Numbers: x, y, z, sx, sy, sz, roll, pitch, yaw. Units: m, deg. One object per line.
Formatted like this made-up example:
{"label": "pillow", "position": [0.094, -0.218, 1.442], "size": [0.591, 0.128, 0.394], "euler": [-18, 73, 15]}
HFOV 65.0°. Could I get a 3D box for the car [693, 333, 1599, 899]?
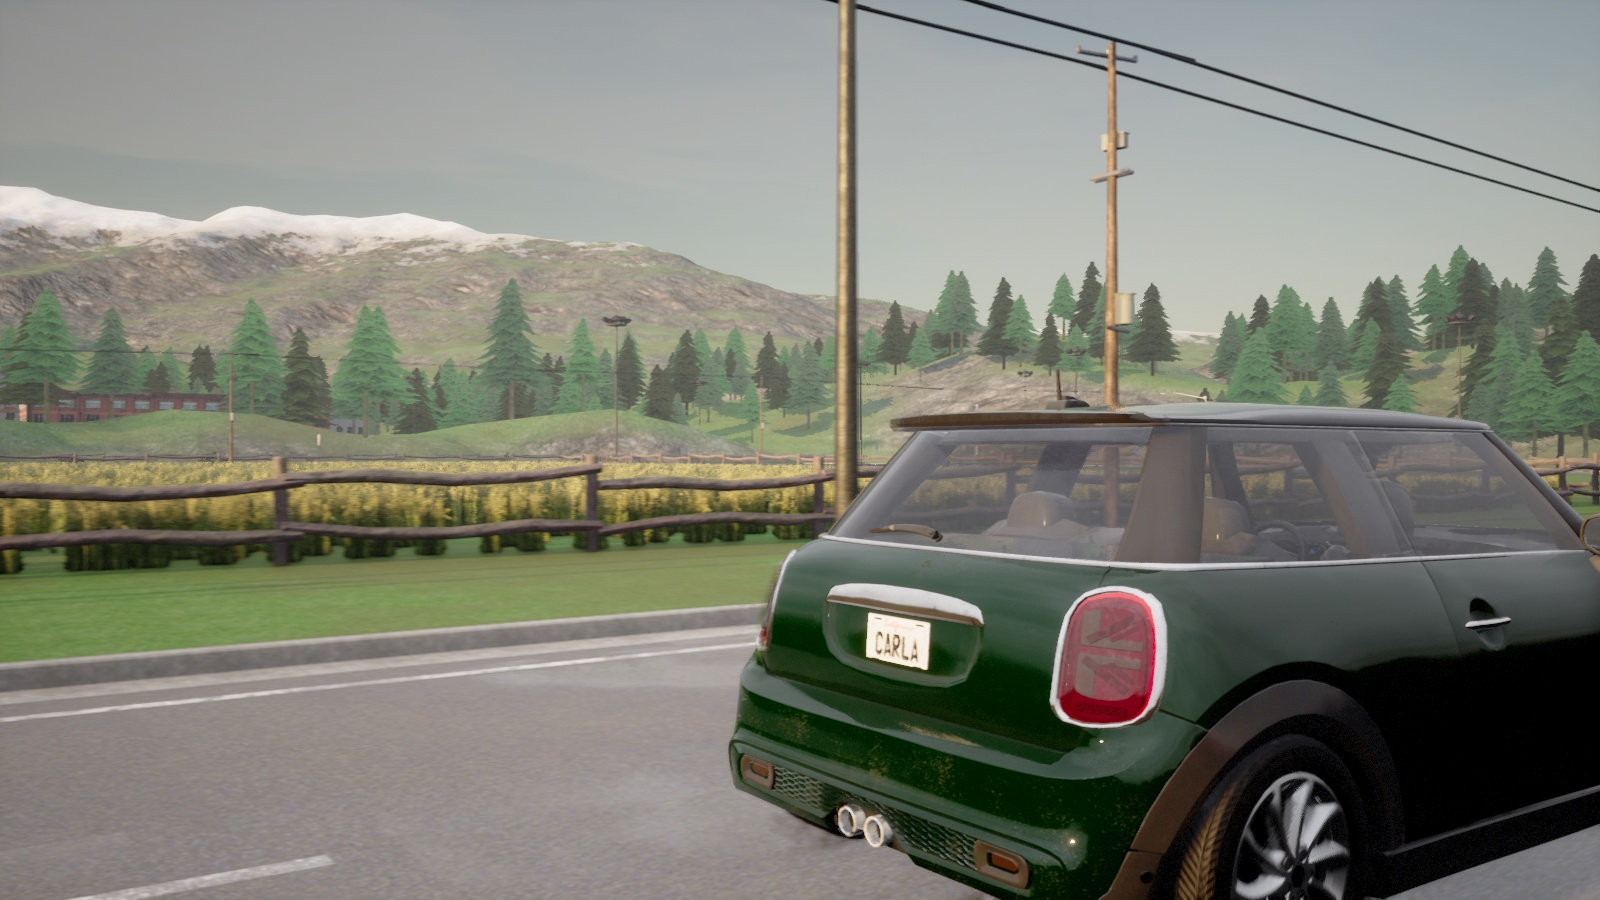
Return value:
{"label": "car", "position": [2.073, 0.611, 5.102], "size": [4.553, 1.767, 2.097], "euler": [0, 0, -35]}
